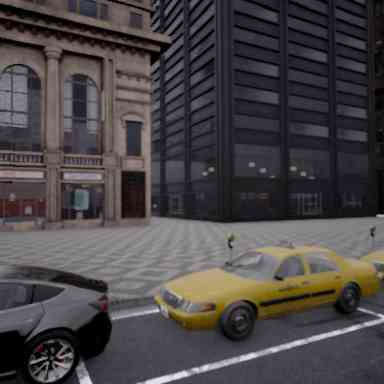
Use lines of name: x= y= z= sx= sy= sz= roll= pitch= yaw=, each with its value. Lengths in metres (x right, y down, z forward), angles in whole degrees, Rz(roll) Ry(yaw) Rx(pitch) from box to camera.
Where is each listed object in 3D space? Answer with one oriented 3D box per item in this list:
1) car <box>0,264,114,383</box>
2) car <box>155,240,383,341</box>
car: x=-3.177 y=1.694 z=4.173 sx=4.313 sy=1.339 sz=1.947 roll=1 pitch=-2 yaw=-27
car: x=1.680 y=1.699 z=6.692 sx=4.829 sy=1.417 sz=1.752 roll=1 pitch=-2 yaw=-27
